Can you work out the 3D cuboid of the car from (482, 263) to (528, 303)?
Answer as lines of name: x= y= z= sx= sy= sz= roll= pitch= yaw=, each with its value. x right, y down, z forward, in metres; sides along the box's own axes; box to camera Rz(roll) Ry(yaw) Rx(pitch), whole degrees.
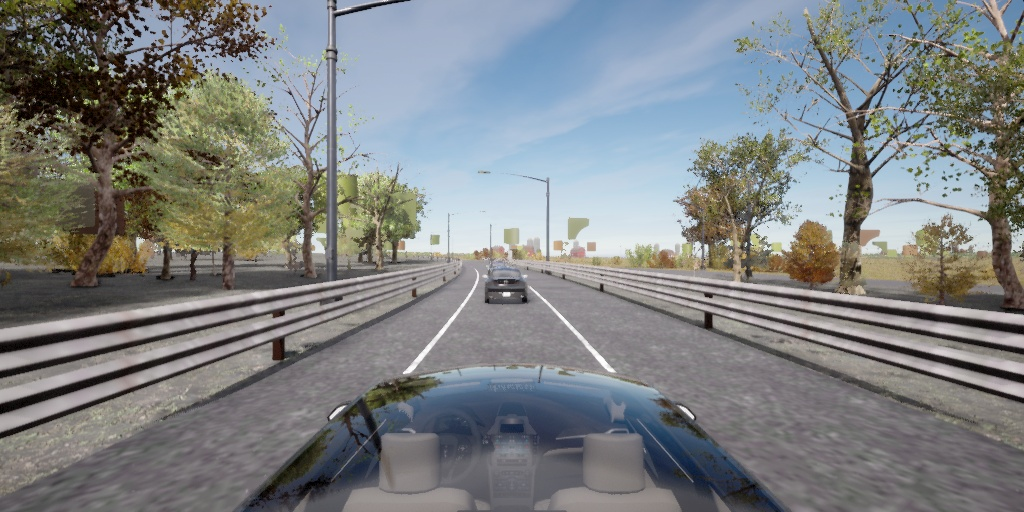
car: x=-0.314 y=1.261 z=16.604 sx=1.837 sy=1.490 sz=4.892 roll=0 pitch=0 yaw=-2
